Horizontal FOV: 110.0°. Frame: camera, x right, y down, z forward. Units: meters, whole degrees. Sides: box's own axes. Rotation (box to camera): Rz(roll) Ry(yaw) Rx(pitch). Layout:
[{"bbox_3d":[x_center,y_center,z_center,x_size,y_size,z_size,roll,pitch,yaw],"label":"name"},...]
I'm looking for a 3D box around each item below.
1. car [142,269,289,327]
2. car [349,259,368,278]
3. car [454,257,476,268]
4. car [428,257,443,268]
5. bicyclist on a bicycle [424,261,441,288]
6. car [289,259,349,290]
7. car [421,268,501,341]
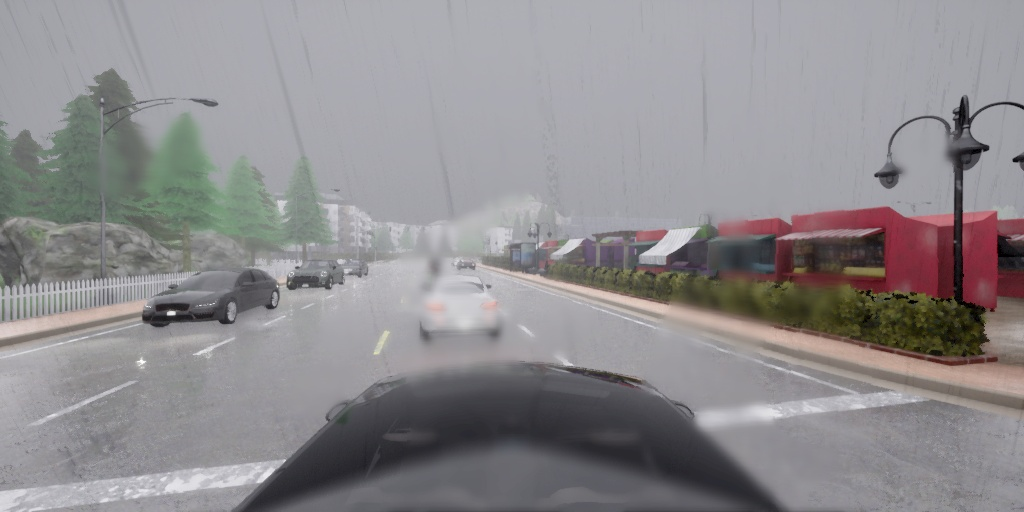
[{"bbox_3d":[-9.179,1.190,11.457,1.837,1.490,4.892,0,0,-13],"label":"car"},{"bbox_3d":[-13.564,1.032,30.683,2.128,1.511,4.902,0,0,-13],"label":"car"},{"bbox_3d":[-5.587,1.046,43.729,1.895,1.301,4.718,0,0,-13],"label":"car"},{"bbox_3d":[-10.814,0.896,50.793,1.837,1.490,4.892,0,0,-13],"label":"car"},{"bbox_3d":[-4.293,1.078,19.589,0.582,1.620,1.656,0,1,25],"label":"bicyclist on a bicycle"},{"bbox_3d":[-11.374,0.965,21.059,2.097,1.767,4.553,0,0,-13],"label":"car"},{"bbox_3d":[-1.468,1.225,9.737,1.812,1.442,4.674,0,0,-12],"label":"car"}]
